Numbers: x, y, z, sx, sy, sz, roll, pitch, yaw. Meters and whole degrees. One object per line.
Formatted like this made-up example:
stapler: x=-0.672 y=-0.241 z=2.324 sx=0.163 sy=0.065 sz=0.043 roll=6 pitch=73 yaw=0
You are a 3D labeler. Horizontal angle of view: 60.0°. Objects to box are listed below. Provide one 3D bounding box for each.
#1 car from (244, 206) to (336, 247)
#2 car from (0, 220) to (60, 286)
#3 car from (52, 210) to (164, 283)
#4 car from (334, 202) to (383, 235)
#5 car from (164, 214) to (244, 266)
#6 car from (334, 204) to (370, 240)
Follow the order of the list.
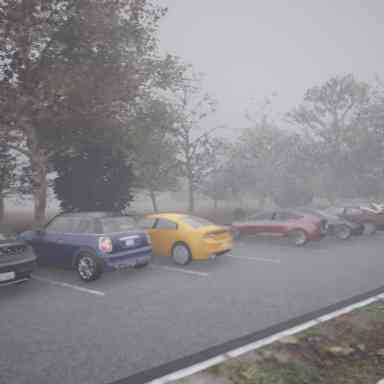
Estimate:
car: x=3.728 y=1.536 z=15.275 sx=4.792 sy=1.488 sz=2.163 roll=-1 pitch=-1 yaw=33
car: x=-5.811 y=1.509 z=8.255 sx=4.892 sy=1.521 sz=2.231 roll=-1 pitch=0 yaw=34
car: x=-3.383 y=1.382 z=9.977 sx=4.553 sy=1.767 sz=2.185 roll=-1 pitch=-1 yaw=34
car: x=8.485 y=1.504 z=18.830 sx=5.008 sy=1.535 sz=2.097 roll=-1 pitch=-1 yaw=33
car: x=-1.003 y=1.507 z=11.731 sx=5.008 sy=1.535 sz=2.097 roll=-1 pitch=-1 yaw=34
car: x=6.156 y=1.534 z=17.028 sx=4.792 sy=1.488 sz=2.163 roll=-1 pitch=-1 yaw=33
